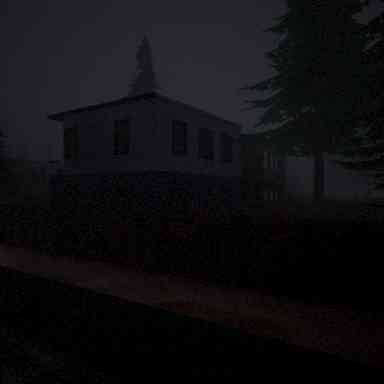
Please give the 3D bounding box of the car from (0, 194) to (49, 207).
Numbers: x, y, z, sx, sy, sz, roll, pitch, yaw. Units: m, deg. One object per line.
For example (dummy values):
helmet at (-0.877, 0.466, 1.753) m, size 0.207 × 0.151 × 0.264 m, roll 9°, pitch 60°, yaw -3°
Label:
car at (-14.753, 1.202, 29.570) m, size 2.150 × 2.045 × 5.566 m, roll 0°, pitch 0°, yaw 27°
